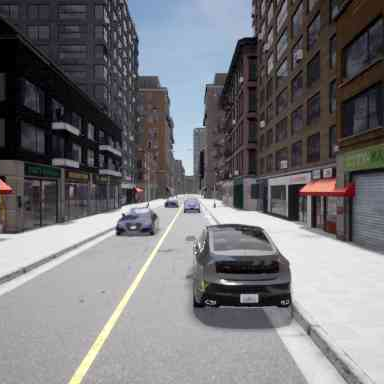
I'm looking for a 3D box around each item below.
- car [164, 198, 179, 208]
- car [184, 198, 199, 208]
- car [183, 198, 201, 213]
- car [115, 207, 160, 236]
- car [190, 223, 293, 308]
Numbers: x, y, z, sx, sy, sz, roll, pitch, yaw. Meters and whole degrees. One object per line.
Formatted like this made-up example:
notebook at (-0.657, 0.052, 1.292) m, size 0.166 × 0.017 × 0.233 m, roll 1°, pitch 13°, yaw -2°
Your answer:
car at (-2.841, 1.559, 46.661) m, size 1.895 × 1.301 × 4.718 m, roll 0°, pitch 0°, yaw 0°
car at (-0.085, 1.521, 47.478) m, size 1.994 × 1.385 × 4.181 m, roll 0°, pitch 0°, yaw 0°
car at (0.009, 1.518, 37.051) m, size 2.033 × 1.411 × 5.357 m, roll 0°, pitch 0°, yaw 0°
car at (-2.887, 1.553, 18.371) m, size 1.994 × 1.385 × 4.181 m, roll 0°, pitch 0°, yaw 0°
car at (0.941, 1.503, 7.894) m, size 1.837 × 1.490 × 4.892 m, roll 0°, pitch 0°, yaw 0°
